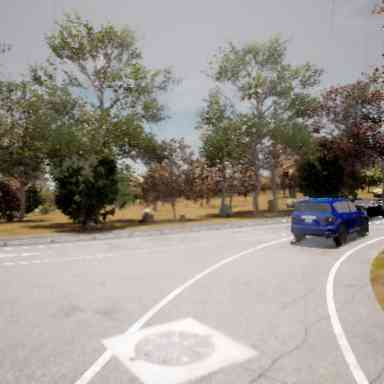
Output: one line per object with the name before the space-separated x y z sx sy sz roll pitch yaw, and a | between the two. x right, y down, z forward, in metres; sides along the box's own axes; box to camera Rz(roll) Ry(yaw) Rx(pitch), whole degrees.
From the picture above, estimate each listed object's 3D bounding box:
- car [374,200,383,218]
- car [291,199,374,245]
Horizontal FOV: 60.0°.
car | 13.137 1.341 25.337 4.902 1.511 2.128 -3 1 -29
car | 6.947 1.327 16.576 2.150 2.045 5.566 -1 0 43
